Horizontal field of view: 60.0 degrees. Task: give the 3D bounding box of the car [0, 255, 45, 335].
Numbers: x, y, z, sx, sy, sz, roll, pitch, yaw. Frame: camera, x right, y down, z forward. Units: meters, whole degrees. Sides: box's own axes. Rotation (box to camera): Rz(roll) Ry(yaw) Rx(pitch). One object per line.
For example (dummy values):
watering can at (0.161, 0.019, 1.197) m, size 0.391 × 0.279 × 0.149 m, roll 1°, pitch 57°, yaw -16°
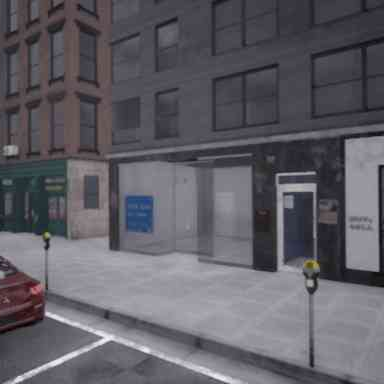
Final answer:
car at (-4.239, 1.645, 5.832) m, size 4.206 × 1.307 × 1.802 m, roll -1°, pitch 0°, yaw 35°
